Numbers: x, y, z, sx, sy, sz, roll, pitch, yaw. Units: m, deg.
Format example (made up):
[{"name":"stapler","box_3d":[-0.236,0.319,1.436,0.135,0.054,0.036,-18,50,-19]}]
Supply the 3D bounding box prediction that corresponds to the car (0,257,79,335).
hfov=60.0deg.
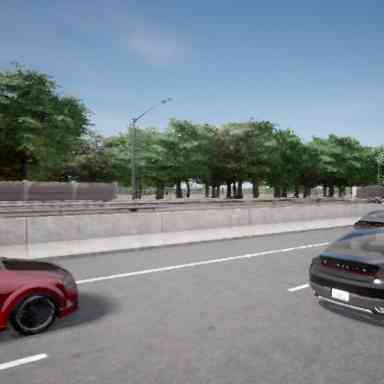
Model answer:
[{"name":"car","box_3d":[-4.037,1.565,5.291,4.181,1.385,1.994,0,0,-36]}]

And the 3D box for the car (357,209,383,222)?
[{"name":"car","box_3d":[8.997,1.510,14.589,4.892,1.490,1.837,0,0,-35]}]

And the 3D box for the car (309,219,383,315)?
[{"name":"car","box_3d":[4.501,1.508,7.081,4.892,1.490,1.837,0,0,-35]}]
